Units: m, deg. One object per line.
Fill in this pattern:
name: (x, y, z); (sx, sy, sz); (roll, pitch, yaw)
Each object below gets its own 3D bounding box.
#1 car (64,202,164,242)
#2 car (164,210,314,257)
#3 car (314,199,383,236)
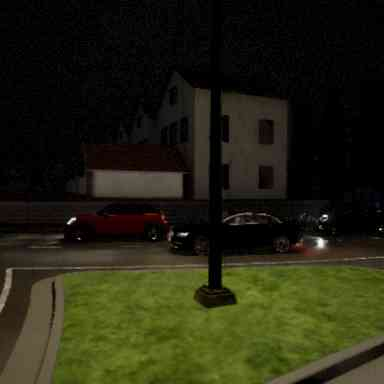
car: (-3.344, 1.236, 15.112); (4.553, 1.767, 2.097); (0, 0, -7)
car: (1.620, 1.420, 12.305); (4.902, 1.511, 2.128); (0, 0, -12)
car: (7.936, 1.283, 17.619); (4.553, 1.767, 2.097); (0, 0, -20)
